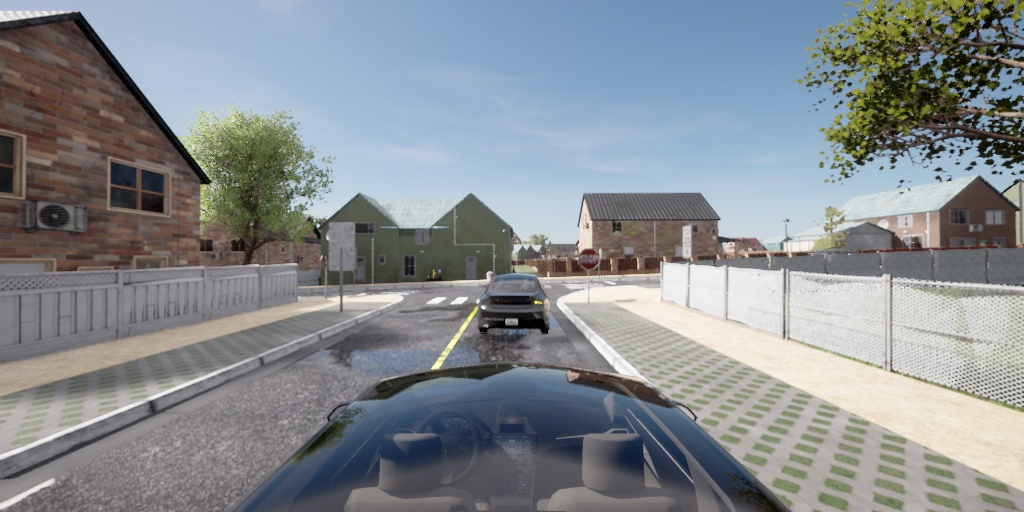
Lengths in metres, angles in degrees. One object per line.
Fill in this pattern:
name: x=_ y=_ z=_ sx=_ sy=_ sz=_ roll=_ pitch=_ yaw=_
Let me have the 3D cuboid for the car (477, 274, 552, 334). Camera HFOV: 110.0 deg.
car: x=0.134 y=1.278 z=10.788 sx=1.837 sy=1.490 sz=4.892 roll=0 pitch=0 yaw=3

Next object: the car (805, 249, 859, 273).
car: x=20.451 y=0.370 z=23.584 sx=4.553 sy=1.767 sz=2.097 roll=-2 pitch=-1 yaw=1
